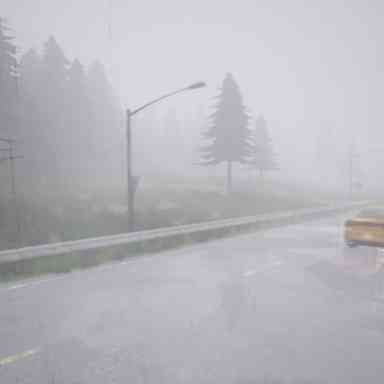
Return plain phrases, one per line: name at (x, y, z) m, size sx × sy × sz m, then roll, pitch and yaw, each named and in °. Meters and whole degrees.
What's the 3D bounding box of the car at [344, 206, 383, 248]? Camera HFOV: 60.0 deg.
car at (7.486, 1.256, 12.788) m, size 1.882 × 1.535 × 5.008 m, roll 0°, pitch 2°, yaw 43°
